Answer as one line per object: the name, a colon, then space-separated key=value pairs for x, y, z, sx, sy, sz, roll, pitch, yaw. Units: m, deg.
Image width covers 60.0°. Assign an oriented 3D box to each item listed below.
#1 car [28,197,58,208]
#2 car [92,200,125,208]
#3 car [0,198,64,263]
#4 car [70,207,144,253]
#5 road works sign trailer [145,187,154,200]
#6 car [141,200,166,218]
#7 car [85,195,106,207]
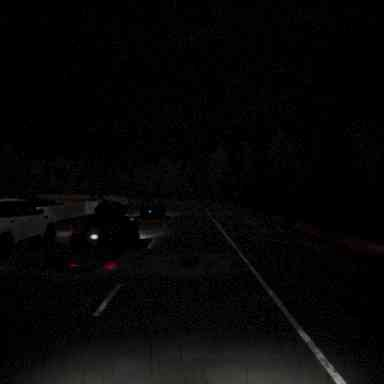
car: x=-21.265 y=1.493 z=47.772 sx=2.033 sy=1.411 sz=5.357 roll=0 pitch=0 yaw=-3
car: x=-6.926 y=1.474 z=28.335 sx=1.837 sy=1.490 sz=4.892 roll=0 pitch=1 yaw=0
car: x=-6.937 y=1.209 z=12.051 sx=2.150 sy=2.045 sz=5.566 roll=0 pitch=0 yaw=0
car: x=-3.426 y=1.548 z=13.706 sx=1.994 sy=1.385 sz=4.181 roll=0 pitch=0 yaw=0
road works sign trailer: x=-12.089 y=0.357 z=93.424 sx=2.380 sy=3.560 sz=2.880 roll=0 pitch=0 yaw=-30
car: x=-3.420 y=1.443 z=29.781 sx=1.882 sy=1.535 sz=5.008 roll=0 pitch=0 yaw=0
car: x=-14.434 y=1.294 z=49.785 sx=2.097 sy=1.767 sz=4.553 roll=0 pitch=0 yaw=-4
